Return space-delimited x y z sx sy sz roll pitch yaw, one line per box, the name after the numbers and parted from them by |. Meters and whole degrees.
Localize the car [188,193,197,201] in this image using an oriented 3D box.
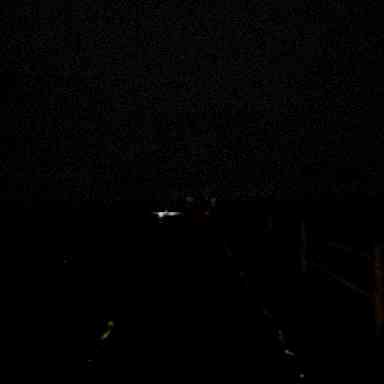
0.027 1.233 78.900 2.097 1.767 4.553 0 0 0 | car

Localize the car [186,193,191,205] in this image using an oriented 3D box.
0.020 1.256 60.562 2.150 2.045 5.566 0 0 0 | car

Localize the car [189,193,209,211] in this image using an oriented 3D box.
0.975 1.367 41.826 2.097 1.767 4.553 0 0 0 | car

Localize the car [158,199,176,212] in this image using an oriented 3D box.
-2.834 1.561 39.196 2.033 1.411 5.357 0 0 0 | car
